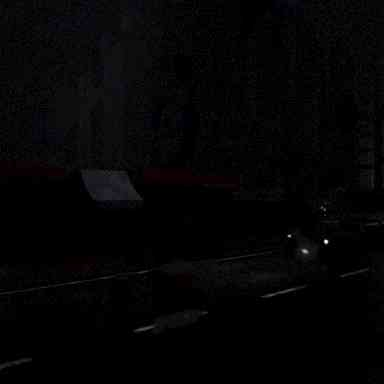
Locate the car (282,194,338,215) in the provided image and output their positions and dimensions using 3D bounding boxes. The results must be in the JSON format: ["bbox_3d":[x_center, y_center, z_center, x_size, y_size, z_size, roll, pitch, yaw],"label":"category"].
[{"bbox_3d":[9.657,1.297,27.611,2.097,1.767,4.553,0,0,-36],"label":"car"}]

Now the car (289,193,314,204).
[{"bbox_3d":[19.507,1.114,59.415,1.905,1.878,3.866,0,0,-36],"label":"car"}]

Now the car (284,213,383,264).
[{"bbox_3d":[5.516,1.601,11.905,4.718,1.301,1.895,0,0,-32],"label":"car"}]
